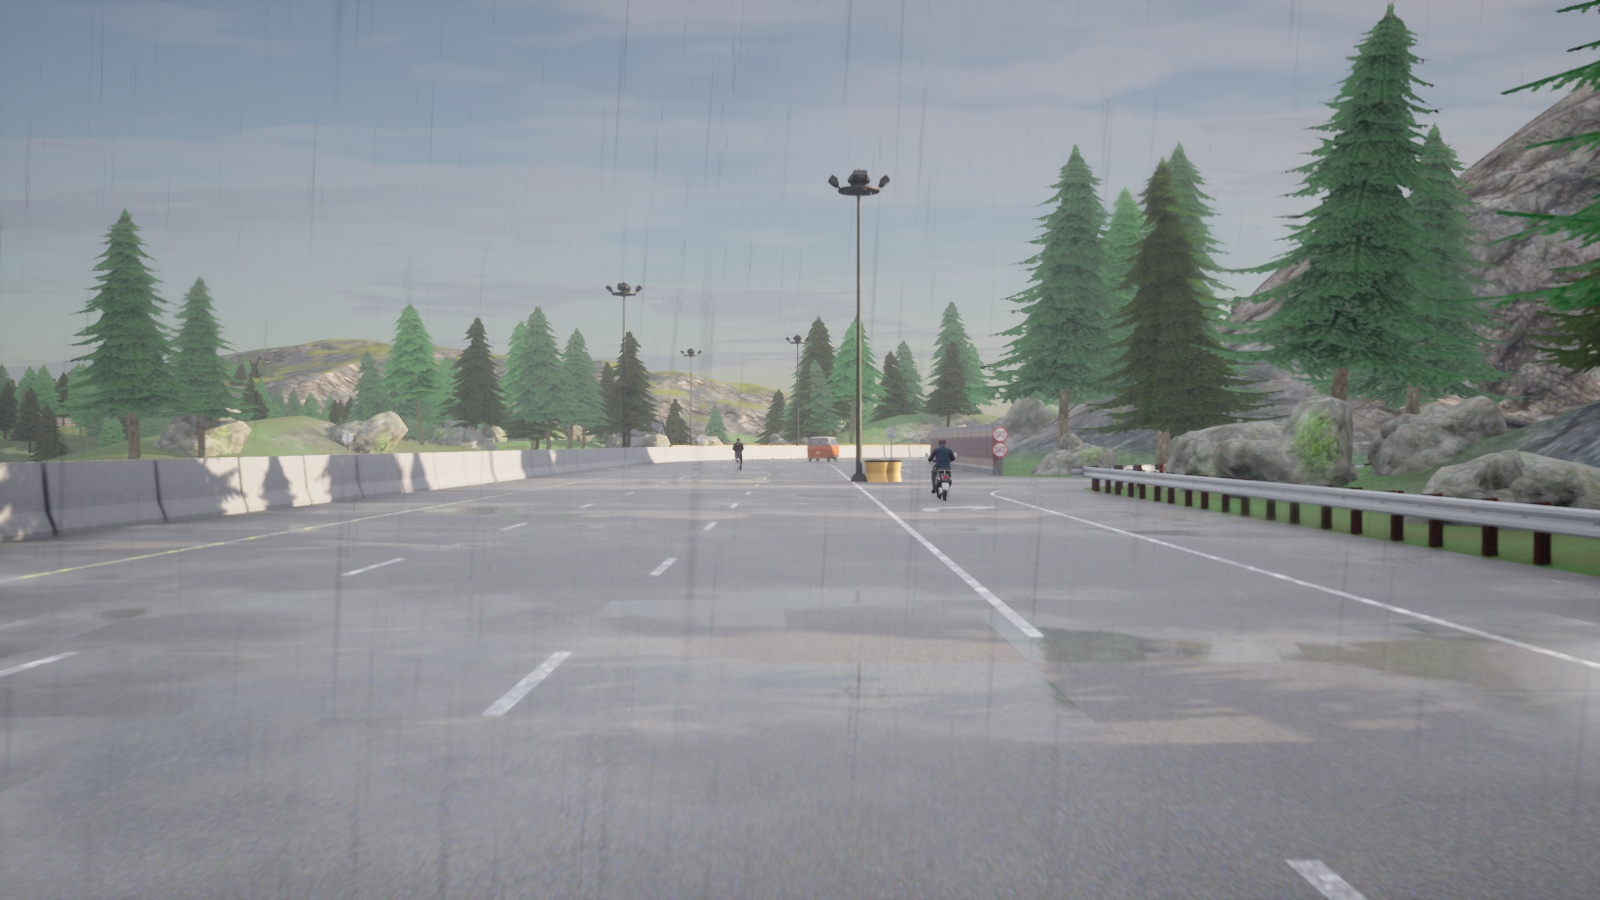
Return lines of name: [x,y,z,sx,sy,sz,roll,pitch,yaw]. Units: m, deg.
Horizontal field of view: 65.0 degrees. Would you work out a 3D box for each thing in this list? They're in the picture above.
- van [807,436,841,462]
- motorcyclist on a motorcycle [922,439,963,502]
van: [1.912,-0.057,98.765,1.775,1.987,4.442,0,0,14]
motorcyclist on a motorcycle: [3.700,0.518,32.756,0.866,1.590,1.817,0,0,0]
